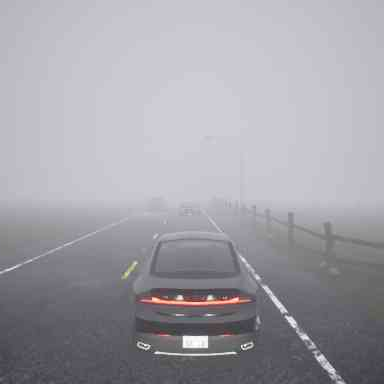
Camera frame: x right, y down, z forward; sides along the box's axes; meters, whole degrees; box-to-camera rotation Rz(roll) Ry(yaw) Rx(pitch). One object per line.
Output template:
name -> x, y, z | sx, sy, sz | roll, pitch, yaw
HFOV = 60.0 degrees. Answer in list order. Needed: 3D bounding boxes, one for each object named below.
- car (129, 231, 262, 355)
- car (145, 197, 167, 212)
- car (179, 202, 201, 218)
car -> 0.049, 1.505, 6.312 | 1.837, 1.490, 4.892 | 0, 0, 0
car -> -4.012, 1.334, 37.698 | 2.097, 1.767, 4.553 | 0, 0, -1
car -> -0.209, 1.590, 30.292 | 1.895, 1.301, 4.718 | 0, 0, -1
